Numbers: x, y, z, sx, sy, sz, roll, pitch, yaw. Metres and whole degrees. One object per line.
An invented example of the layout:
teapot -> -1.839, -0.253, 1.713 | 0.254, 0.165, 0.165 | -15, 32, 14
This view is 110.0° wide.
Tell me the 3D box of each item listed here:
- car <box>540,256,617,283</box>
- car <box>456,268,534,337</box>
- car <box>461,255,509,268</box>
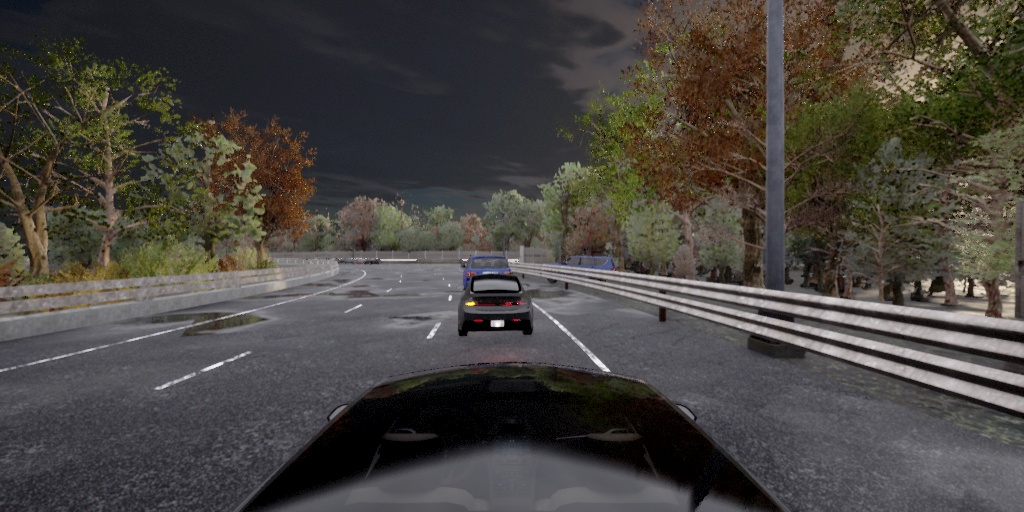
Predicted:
car -> 4.832, 0.980, 26.159 | 5.566, 2.045, 2.150 | 3, 1, 11
car -> -0.541, 1.251, 10.357 | 1.837, 1.490, 4.892 | 0, 0, -5
car -> -1.321, 0.964, 17.841 | 2.150, 2.045, 5.566 | 0, 0, -9
